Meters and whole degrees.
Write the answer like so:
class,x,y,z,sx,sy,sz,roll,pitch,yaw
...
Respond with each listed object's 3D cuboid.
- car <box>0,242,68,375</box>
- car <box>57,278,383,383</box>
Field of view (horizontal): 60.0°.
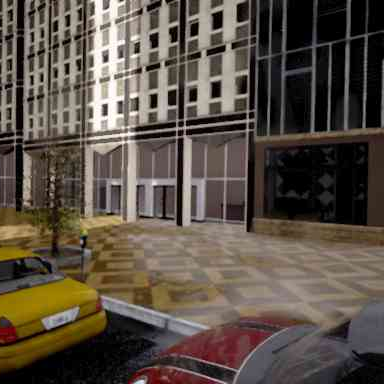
class,x,y,z,sx,sy,sz,roll,pitch,yaw
car,-3.448,1.452,5.326,4.829,1.417,1.752,1,1,36
car,1.316,1.441,1.925,4.097,1.590,1.967,1,1,36
